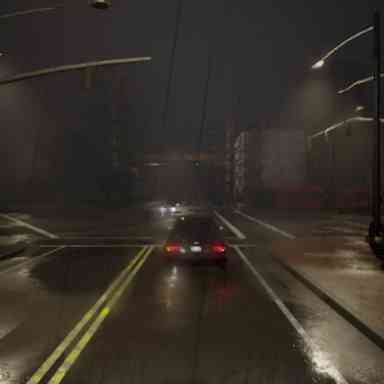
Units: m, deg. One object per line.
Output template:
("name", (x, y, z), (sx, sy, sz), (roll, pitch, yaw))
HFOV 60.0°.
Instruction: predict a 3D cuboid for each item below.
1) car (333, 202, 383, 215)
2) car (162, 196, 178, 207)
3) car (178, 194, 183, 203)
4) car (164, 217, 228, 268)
("car", (17.550, 1.741, 35.055), (4.718, 1.301, 1.895), (1, 0, 0))
("car", (-3.482, 1.577, 49.844), (1.895, 1.301, 4.718), (0, 0, 0))
("car", (-3.385, 1.531, 65.903), (1.994, 1.385, 4.181), (0, 0, 0))
("car", (0.110, 1.542, 11.229), (2.033, 1.411, 5.357), (0, 0, 0))
